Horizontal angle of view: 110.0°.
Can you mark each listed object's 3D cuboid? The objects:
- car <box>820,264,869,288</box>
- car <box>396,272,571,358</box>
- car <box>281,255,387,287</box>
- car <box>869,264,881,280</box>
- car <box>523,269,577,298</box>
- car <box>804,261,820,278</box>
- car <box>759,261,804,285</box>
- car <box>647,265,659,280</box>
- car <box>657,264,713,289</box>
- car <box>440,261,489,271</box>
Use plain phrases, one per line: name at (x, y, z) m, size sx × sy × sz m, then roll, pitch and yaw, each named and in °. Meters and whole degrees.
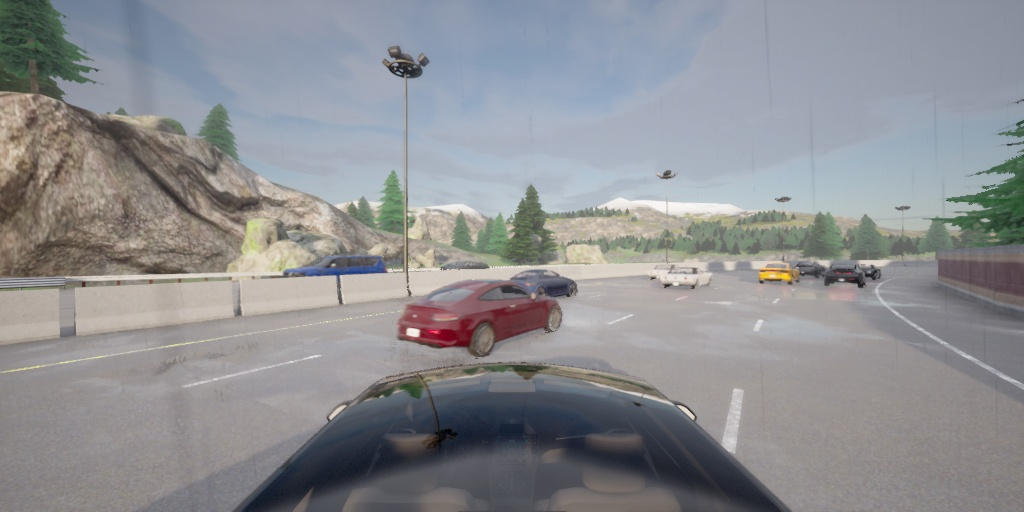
car at (22.454, 1.254, 24.155) m, size 4.892 × 1.490 × 1.837 m, roll 0°, pitch 0°, yaw -43°
car at (-0.522, 1.276, 8.590) m, size 1.812 × 1.442 × 4.674 m, roll 0°, pitch 0°, yaw 35°
car at (-9.721, 0.971, 20.045) m, size 2.150 × 2.045 × 5.566 m, roll 0°, pitch 0°, yaw 37°
car at (30.379, 1.350, 31.004) m, size 4.718 × 1.301 × 1.895 m, roll 0°, pitch 0°, yaw -39°
car at (1.359, 1.314, 16.818) m, size 1.994 × 1.385 × 4.181 m, roll 0°, pitch 0°, yaw 39°
car at (27.621, 1.241, 33.254) m, size 4.902 × 1.511 × 2.128 m, roll 0°, pitch 0°, yaw -39°
car at (19.697, 1.227, 26.361) m, size 5.008 × 1.535 × 1.882 m, roll 0°, pitch 0°, yaw -44°
car at (13.137, 1.350, 29.817) m, size 4.718 × 1.301 × 1.895 m, roll 0°, pitch 0°, yaw -45°
car at (11.249, 1.351, 22.902) m, size 1.895 × 1.301 × 4.718 m, roll 0°, pitch 0°, yaw 43°
car at (-4.561, 1.241, 36.998) m, size 2.128 × 1.511 × 4.902 m, roll 0°, pitch 0°, yaw 43°
